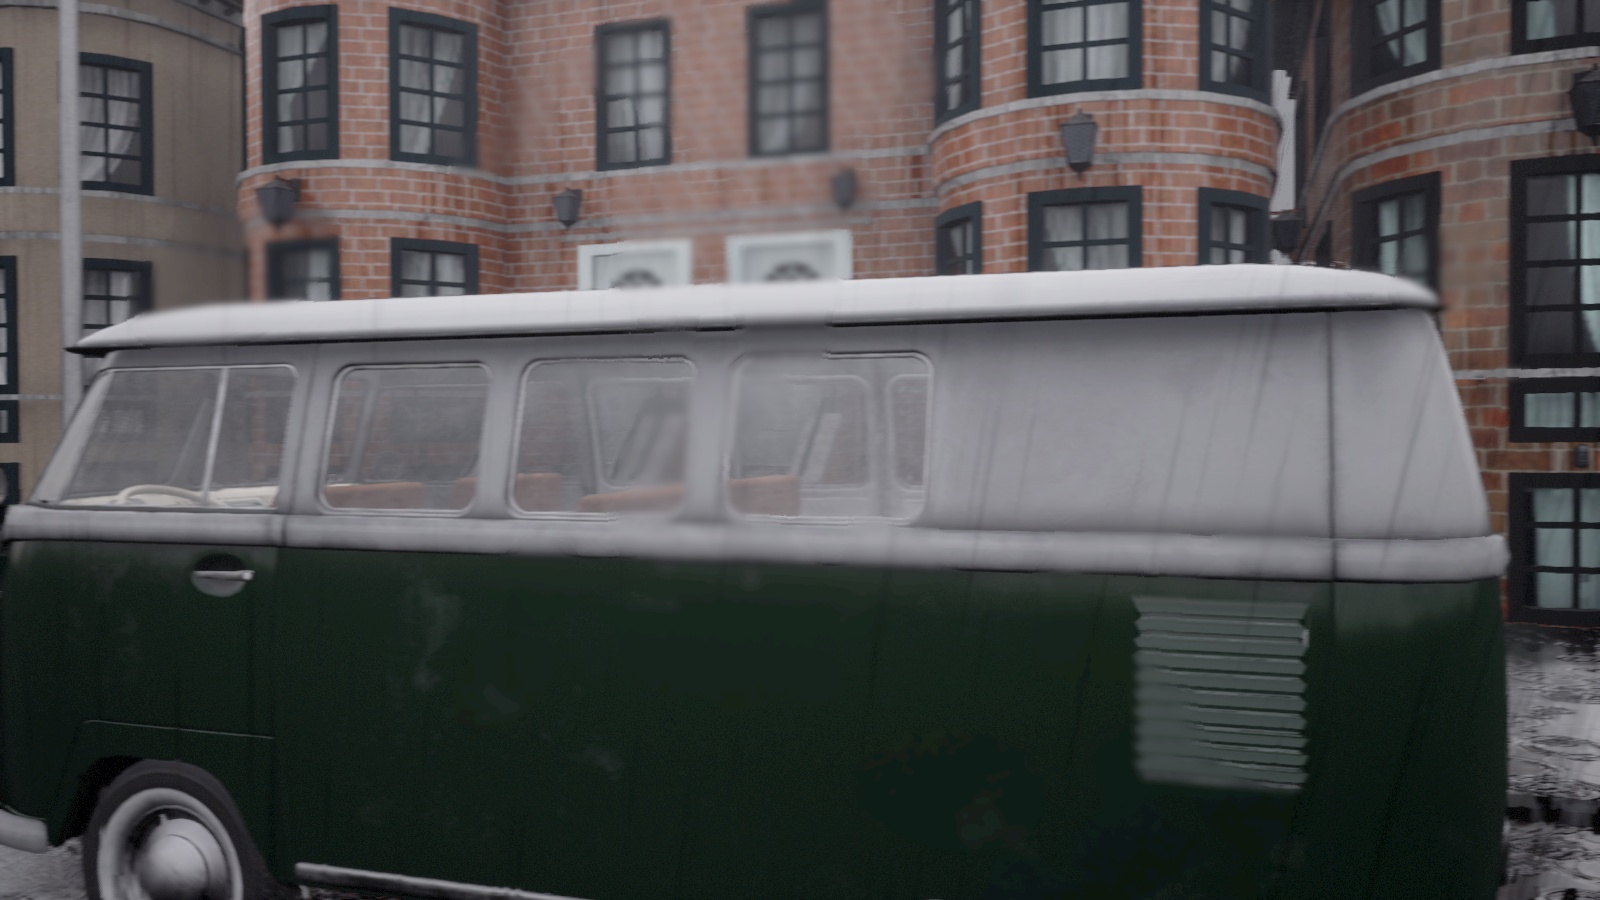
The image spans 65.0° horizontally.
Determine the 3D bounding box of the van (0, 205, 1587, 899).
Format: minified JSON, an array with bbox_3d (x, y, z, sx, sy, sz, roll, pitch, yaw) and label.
[{"bbox_3d":[-0.393,0.516,3.850,4.442,1.987,1.775,1,1,19],"label":"van"}]
